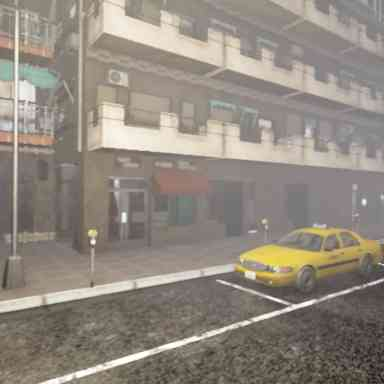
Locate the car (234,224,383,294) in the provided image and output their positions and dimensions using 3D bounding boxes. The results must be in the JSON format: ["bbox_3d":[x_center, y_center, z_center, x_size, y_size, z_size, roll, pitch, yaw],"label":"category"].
[{"bbox_3d":[3.280,1.562,8.898,4.829,1.417,1.752,0,0,-36],"label":"car"}]
